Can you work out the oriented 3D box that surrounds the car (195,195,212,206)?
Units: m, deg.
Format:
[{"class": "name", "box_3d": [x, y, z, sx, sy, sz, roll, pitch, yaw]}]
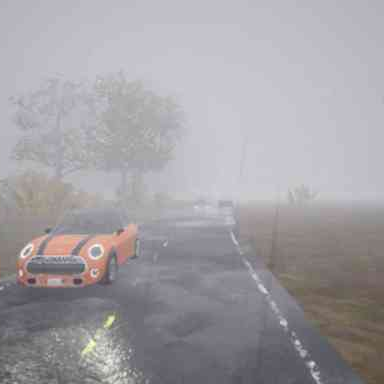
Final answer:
[{"class": "car", "box_3d": [1.764, 1.193, 51.387, 2.097, 1.767, 4.553, 0, 0, 11]}]

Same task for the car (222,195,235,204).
[{"class": "car", "box_3d": [6.633, 1.318, 60.649, 1.837, 1.490, 4.892, 0, 0, 13]}]

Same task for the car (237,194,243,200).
[{"class": "car", "box_3d": [10.758, 1.162, 77.125, 1.895, 1.301, 4.718, 0, 0, 17]}]

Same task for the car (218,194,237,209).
[{"class": "car", "box_3d": [4.429, 1.352, 42.812, 1.882, 1.535, 5.008, 0, 0, 9]}]

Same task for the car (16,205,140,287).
[{"class": "car", "box_3d": [-2.860, 1.322, 9.353, 2.097, 1.767, 4.553, 0, 0, 2]}]
